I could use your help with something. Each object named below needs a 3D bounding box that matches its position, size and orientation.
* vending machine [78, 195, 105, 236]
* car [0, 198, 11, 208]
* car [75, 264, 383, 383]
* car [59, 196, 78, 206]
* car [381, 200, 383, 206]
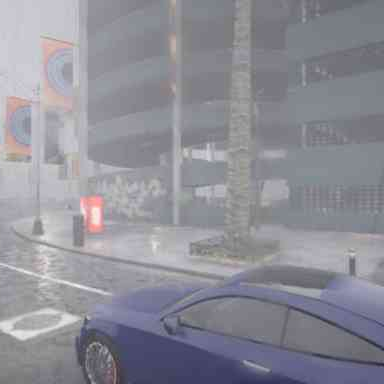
[{"bbox_3d":[-5.384,1.200,17.834,1.100,2.100,0.880,0,0,-40],"label":"vending machine"},{"bbox_3d":[-27.707,1.582,46.872,1.994,1.385,4.181,0,0,16],"label":"car"},{"bbox_3d":[0.781,1.526,3.437,4.674,1.442,1.812,0,0,36],"label":"car"},{"bbox_3d":[-20.038,1.524,56.257,1.837,1.490,4.892,0,-1,30],"label":"car"},{"bbox_3d":[26.795,1.320,42.882,4.674,1.452,2.002,0,0,36],"label":"car"}]
